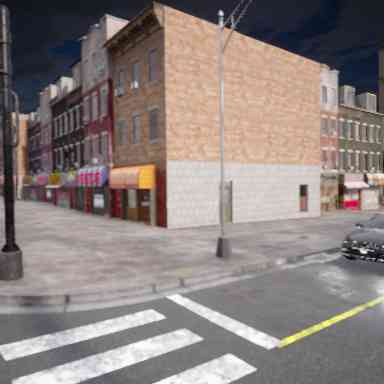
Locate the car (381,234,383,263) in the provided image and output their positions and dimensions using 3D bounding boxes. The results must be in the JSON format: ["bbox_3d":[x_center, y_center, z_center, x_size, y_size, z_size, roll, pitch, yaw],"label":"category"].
[{"bbox_3d":[5.995,1.320,6.702,4.553,1.767,2.097,0,1,-37],"label":"car"}]

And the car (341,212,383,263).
[{"bbox_3d":[6.788,1.423,10.888,4.892,1.490,1.837,0,1,-37],"label":"car"}]
